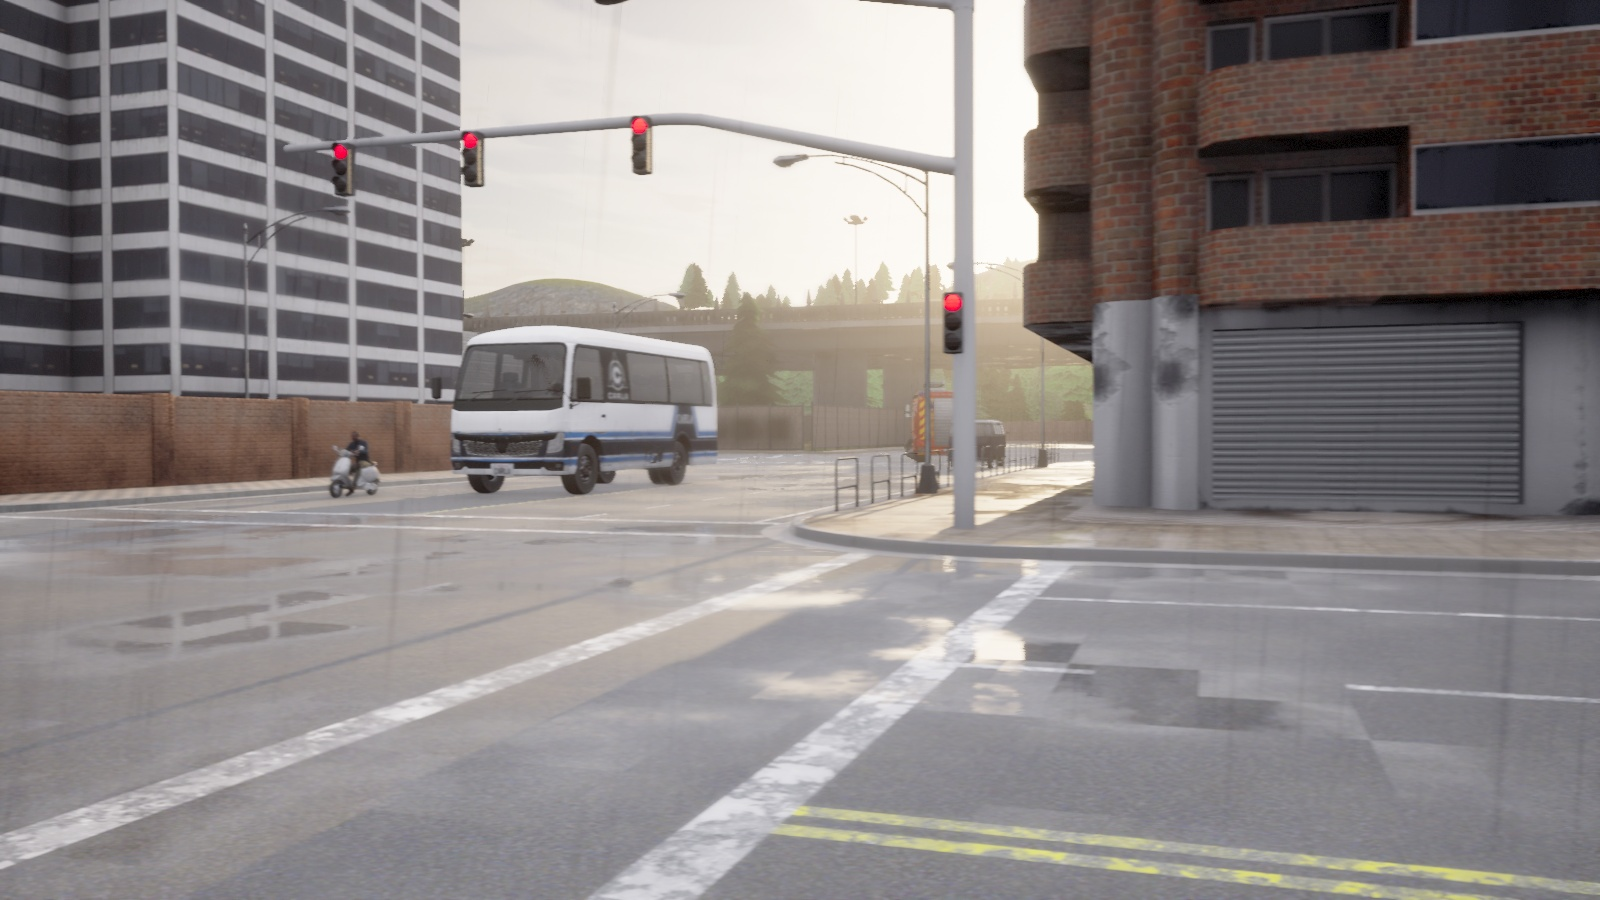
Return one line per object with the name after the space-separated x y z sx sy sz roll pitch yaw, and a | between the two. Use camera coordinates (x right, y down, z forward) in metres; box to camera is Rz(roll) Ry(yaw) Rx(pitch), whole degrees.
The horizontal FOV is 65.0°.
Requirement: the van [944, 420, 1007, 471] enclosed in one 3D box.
7.242 -0.216 51.368 1.775 1.987 4.442 1 1 18 | van

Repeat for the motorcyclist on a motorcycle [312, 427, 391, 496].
-10.790 0.254 30.286 0.866 1.590 1.817 1 1 18 | motorcyclist on a motorcycle

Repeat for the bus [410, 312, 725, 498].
-5.800 -1.119 34.191 3.944 4.253 10.273 1 1 18 | bus

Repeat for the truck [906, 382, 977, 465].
6.944 -1.325 62.633 2.891 3.827 8.468 0 1 2 | truck
